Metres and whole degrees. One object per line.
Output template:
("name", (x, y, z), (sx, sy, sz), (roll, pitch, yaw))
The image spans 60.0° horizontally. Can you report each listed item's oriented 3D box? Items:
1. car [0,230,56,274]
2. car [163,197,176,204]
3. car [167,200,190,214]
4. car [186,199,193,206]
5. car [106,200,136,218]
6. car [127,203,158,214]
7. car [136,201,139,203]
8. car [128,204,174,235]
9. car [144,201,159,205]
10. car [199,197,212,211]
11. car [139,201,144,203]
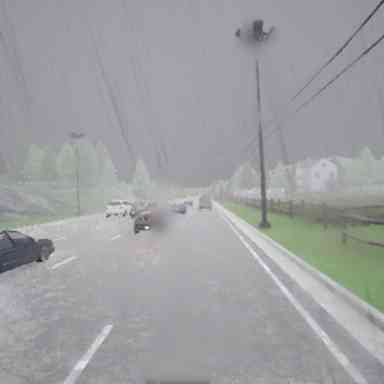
("car", (-6.440, 1.949, 10.757), (2.033, 1.411, 5.357), (-3, -1, 2))
("car", (-4.359, 2.075, 65.615), (2.150, 2.045, 5.566), (-3, -1, 3))
("car", (-1.703, 2.061, 42.000), (1.994, 1.385, 4.181), (-3, -1, 2))
("car", (-0.717, 2.251, 69.432), (1.812, 1.442, 4.674), (-3, -1, 2))
("car", (-8.779, 2.025, 40.469), (2.150, 2.045, 5.566), (-3, -1, 2))
("car", (-5.405, 2.216, 36.837), (1.895, 1.301, 4.718), (-3, -1, 2))
("car", (-11.594, 2.619, 59.882), (2.128, 1.511, 4.902), (-3, -1, 2))
("car", (-2.514, 1.835, 21.636), (1.837, 1.490, 4.892), (-3, -1, 2))
("car", (-7.776, 2.510, 67.848), (1.882, 1.535, 5.008), (-3, -1, 2))
("car", (1.978, 1.893, 49.188), (2.128, 1.511, 4.902), (-3, -1, 2))
("car", (-11.187, 2.570, 70.295), (2.128, 1.511, 4.902), (-3, -1, 2))
